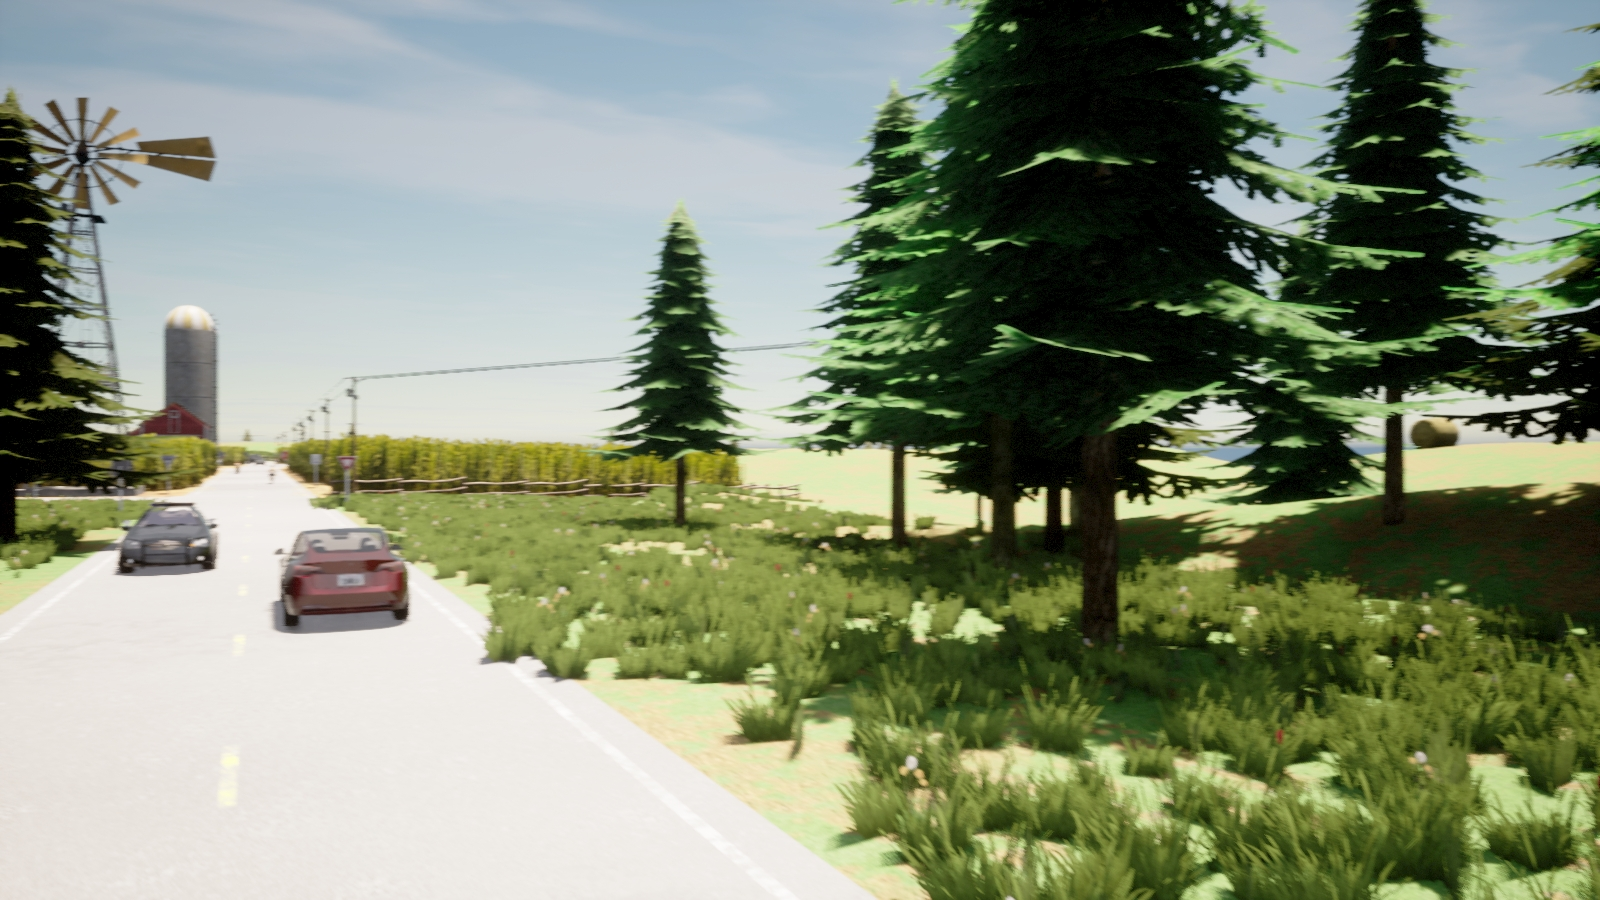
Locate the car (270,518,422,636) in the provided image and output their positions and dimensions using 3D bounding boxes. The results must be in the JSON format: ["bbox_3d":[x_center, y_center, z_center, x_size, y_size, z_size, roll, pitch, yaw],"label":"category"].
[{"bbox_3d":[-8.036,2.079,19.949,2.163,1.488,4.792,0,0,-25],"label":"car"}]

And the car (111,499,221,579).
[{"bbox_3d":[-15.313,2.070,27.827,2.038,1.542,4.974,0,0,-26],"label":"car"}]
